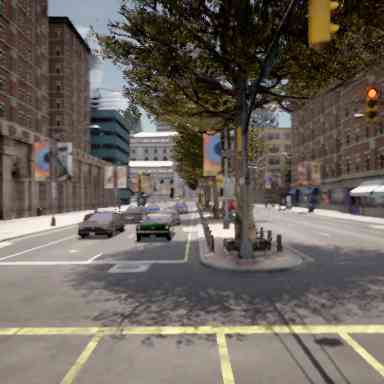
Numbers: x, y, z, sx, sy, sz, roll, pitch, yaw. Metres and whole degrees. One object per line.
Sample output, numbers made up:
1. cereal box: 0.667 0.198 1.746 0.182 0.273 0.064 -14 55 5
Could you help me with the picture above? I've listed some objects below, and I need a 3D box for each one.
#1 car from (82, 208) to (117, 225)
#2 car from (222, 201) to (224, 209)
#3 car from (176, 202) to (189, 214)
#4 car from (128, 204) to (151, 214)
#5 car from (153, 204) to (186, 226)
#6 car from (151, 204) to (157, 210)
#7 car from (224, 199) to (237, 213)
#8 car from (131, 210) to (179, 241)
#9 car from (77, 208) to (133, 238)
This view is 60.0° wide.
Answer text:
1. car: -8.461 2.223 30.845 1.895 1.301 4.718 -1 -1 1
2. car: 6.663 2.198 59.887 2.150 2.045 5.566 -1 -1 1
3. car: -1.574 2.180 46.521 2.097 1.767 4.553 -1 -1 1
4. car: -5.309 2.103 31.018 1.837 1.490 4.892 -1 -1 1
5. car: -1.838 2.072 28.822 2.033 1.411 5.357 -1 -1 1
6. car: -5.120 2.346 43.846 1.812 1.442 4.674 -1 0 1
7. car: 6.528 2.019 49.469 2.150 2.045 5.566 -1 -1 1
8. car: -1.963 1.960 19.154 1.895 1.301 4.718 -1 -1 1
9. car: -5.441 1.973 20.940 2.033 1.411 5.357 -1 -1 1
